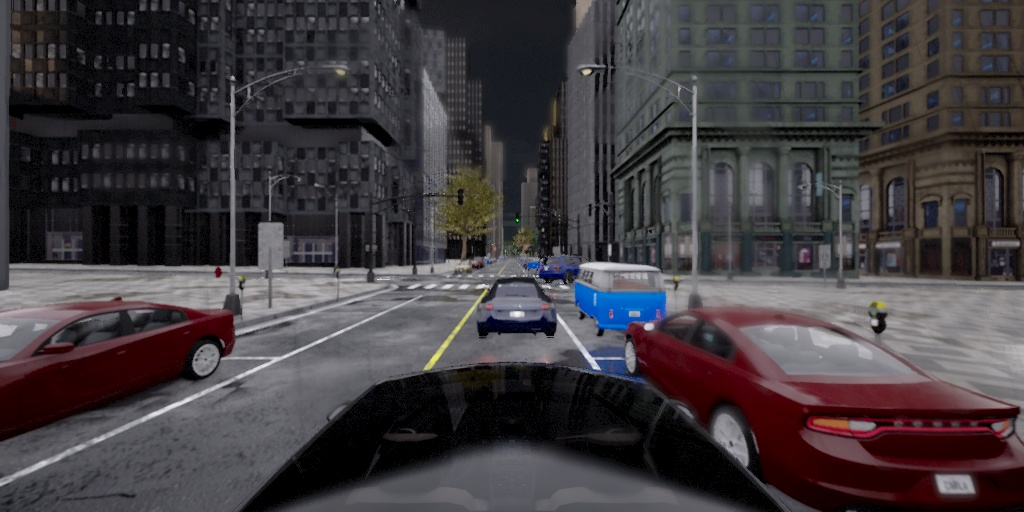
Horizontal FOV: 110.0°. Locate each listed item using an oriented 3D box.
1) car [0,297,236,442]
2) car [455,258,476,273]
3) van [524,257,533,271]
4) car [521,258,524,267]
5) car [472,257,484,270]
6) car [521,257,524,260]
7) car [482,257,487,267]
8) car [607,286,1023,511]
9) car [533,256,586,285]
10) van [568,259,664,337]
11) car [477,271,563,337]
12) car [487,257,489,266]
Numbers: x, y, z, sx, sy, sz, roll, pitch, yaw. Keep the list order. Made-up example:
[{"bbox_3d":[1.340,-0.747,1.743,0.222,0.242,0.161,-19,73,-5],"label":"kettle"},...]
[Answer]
[{"bbox_3d":[-5.777,1.292,4.503,1.888,1.381,4.507,0,0,0],"label":"car"},{"bbox_3d":[-5.723,1.254,42.425,1.751,1.417,4.829,0,0,0],"label":"car"},{"bbox_3d":[2.815,1.068,47.984,1.690,1.789,3.998,0,0,0],"label":"van"},{"bbox_3d":[2.821,1.293,53.396,1.948,1.339,4.313,0,0,0],"label":"car"},{"bbox_3d":[-5.705,1.272,53.175,1.888,1.381,4.507,0,0,0],"label":"car"},{"bbox_3d":[2.827,1.272,58.810,1.888,1.381,4.507,0,0,0],"label":"car"},{"bbox_3d":[-5.699,1.042,58.464,2.192,1.841,5.009,0,0,0],"label":"car"},{"bbox_3d":[2.778,1.293,4.475,1.888,1.381,4.507,0,0,0],"label":"car"},{"bbox_3d":[4.561,1.045,26.768,5.566,2.045,2.150,1,-2,-38],"label":"car"},{"bbox_3d":[2.785,1.084,10.000,1.690,1.789,3.998,0,0,0],"label":"van"},{"bbox_3d":[0.111,1.307,10.266,1.994,1.385,4.181,0,0,0],"label":"car"},{"bbox_3d":[-5.693,1.279,63.753,2.007,1.370,4.403,0,0,0],"label":"car"}]
